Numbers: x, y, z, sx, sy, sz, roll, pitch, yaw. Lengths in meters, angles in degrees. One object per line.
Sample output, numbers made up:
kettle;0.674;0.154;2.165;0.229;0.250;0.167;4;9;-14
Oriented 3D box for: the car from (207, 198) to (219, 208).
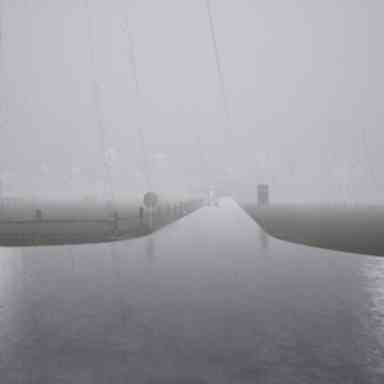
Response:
car;3.507;1.755;55.536;2.128;1.511;4.902;0;0;6
